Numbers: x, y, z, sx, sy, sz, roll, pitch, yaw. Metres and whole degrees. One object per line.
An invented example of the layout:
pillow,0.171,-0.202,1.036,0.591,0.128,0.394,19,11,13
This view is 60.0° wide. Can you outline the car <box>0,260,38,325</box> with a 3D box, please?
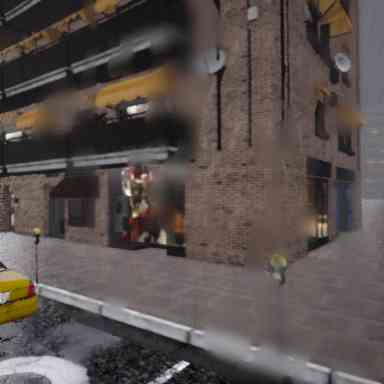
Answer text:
car,-4.731,1.515,6.094,4.829,1.417,1.752,0,-1,35
